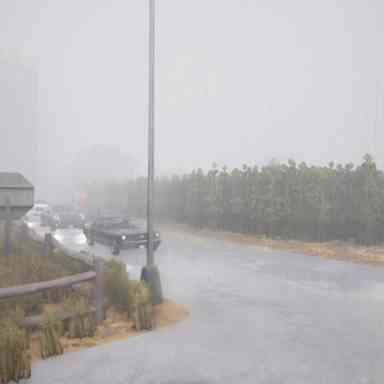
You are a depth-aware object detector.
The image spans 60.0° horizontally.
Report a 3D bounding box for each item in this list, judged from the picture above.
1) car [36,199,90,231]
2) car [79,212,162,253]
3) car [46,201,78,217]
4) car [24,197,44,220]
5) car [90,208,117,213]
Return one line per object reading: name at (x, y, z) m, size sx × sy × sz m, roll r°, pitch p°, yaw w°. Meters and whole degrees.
car at (-8.918, 1.614, 22.820) m, size 2.097 × 1.767 × 4.553 m, roll 1°, pitch -1°, yaw -35°
car at (-3.178, 1.805, 14.572) m, size 1.895 × 1.301 × 4.718 m, roll 1°, pitch -1°, yaw -35°
car at (-14.141, 1.798, 36.059) m, size 2.128 × 1.511 × 4.902 m, roll 1°, pitch 0°, yaw -35°
car at (-14.936, 1.502, 31.522) m, size 2.150 × 2.045 × 5.566 m, roll 1°, pitch 0°, yaw -34°
car at (-6.899, 1.893, 25.665) m, size 1.895 × 1.301 × 4.718 m, roll 1°, pitch -1°, yaw -35°
